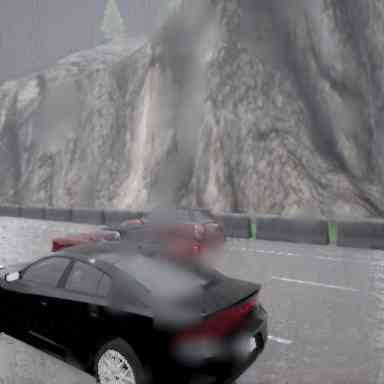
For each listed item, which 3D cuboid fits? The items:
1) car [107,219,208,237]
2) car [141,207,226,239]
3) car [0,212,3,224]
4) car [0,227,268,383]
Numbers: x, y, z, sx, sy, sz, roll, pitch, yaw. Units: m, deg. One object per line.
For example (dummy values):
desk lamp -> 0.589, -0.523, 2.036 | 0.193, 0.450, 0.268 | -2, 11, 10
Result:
car -> -2.112, 1.627, 9.799 | 4.718, 1.301, 1.895 | 0, 0, 36
car -> -0.967, 1.380, 13.282 | 4.553, 1.767, 2.097 | 0, 0, 36
car -> -15.200, 1.571, 23.440 | 4.181, 1.385, 1.994 | 0, 0, 36
car -> -1.399, 1.493, 4.991 | 5.008, 1.535, 1.882 | 0, 0, 36
